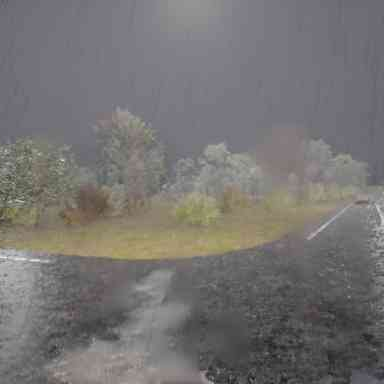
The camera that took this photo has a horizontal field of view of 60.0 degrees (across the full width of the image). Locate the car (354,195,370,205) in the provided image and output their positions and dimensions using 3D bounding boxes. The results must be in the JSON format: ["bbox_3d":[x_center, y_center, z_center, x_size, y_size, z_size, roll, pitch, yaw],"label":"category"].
[{"bbox_3d":[26.038,1.172,50.949,1.882,1.535,5.008,-3,-1,28],"label":"car"}]
